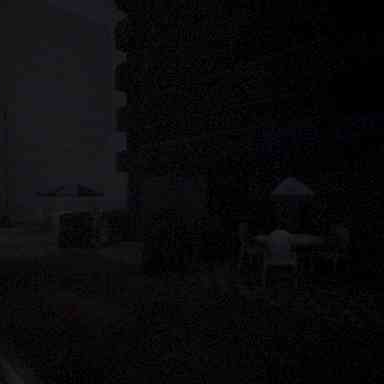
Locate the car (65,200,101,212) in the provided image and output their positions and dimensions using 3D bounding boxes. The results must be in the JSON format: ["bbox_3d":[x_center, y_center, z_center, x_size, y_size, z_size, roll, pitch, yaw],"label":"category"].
[{"bbox_3d":[-13.359,1.650,40.762,4.181,1.385,1.994,0,0,-44],"label":"car"}]
